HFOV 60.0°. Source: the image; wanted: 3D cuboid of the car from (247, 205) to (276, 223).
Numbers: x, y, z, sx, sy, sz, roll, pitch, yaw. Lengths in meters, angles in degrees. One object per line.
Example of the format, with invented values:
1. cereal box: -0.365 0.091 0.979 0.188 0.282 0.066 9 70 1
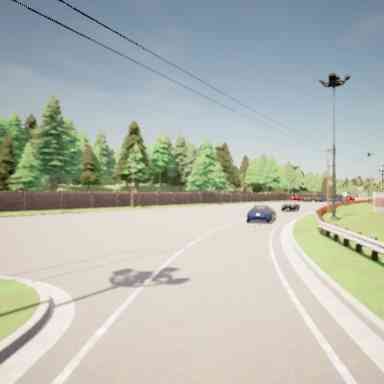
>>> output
1. car: 5.948 1.787 28.256 1.994 1.385 4.181 0 0 21

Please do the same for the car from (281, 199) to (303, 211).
1. car: 13.830 1.986 46.389 1.895 1.301 4.718 0 0 26
